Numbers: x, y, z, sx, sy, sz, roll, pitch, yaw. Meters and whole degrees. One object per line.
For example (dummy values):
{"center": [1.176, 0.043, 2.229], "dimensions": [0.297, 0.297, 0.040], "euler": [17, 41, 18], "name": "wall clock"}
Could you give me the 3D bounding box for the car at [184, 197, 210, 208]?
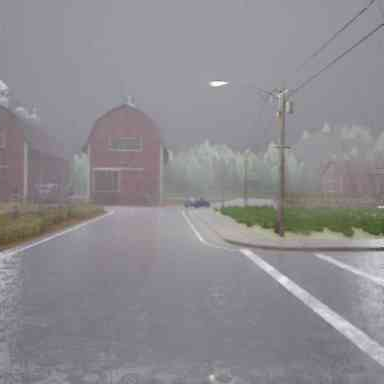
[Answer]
{"center": [0.731, 1.402, 44.607], "dimensions": [1.812, 1.442, 4.674], "euler": [1, 0, 33], "name": "car"}
